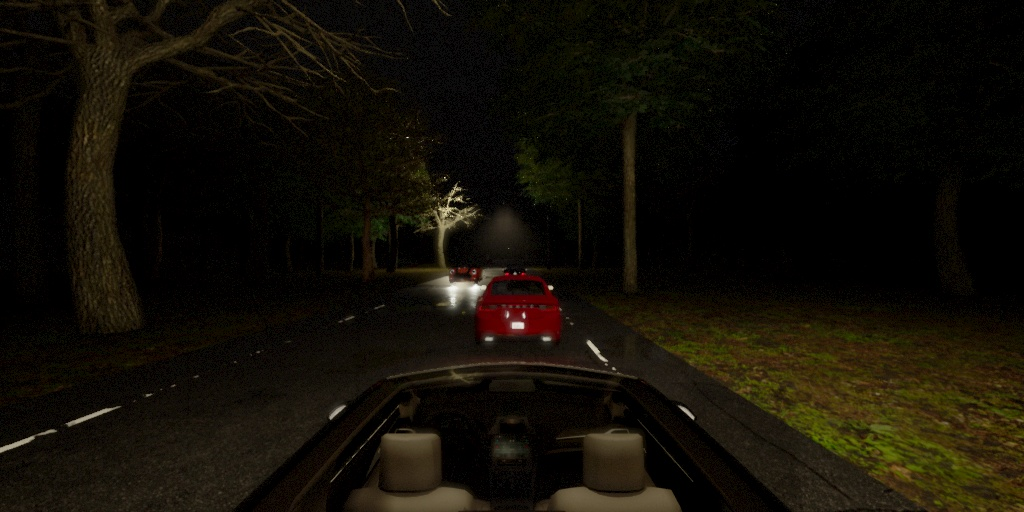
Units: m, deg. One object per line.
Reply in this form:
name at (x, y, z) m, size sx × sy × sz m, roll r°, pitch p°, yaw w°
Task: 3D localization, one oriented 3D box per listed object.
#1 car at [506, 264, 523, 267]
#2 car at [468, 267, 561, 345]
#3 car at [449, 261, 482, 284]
car at (0.210, 1.343, 28.294) m, size 2.033 × 1.411 × 5.357 m, roll 0°, pitch 0°, yaw 0°
car at (0.130, 1.232, 9.559) m, size 1.882 × 1.535 × 5.008 m, roll 0°, pitch 0°, yaw 0°
car at (-3.498, 1.145, 27.594) m, size 2.097 × 1.767 × 4.553 m, roll 0°, pitch 0°, yaw 0°
